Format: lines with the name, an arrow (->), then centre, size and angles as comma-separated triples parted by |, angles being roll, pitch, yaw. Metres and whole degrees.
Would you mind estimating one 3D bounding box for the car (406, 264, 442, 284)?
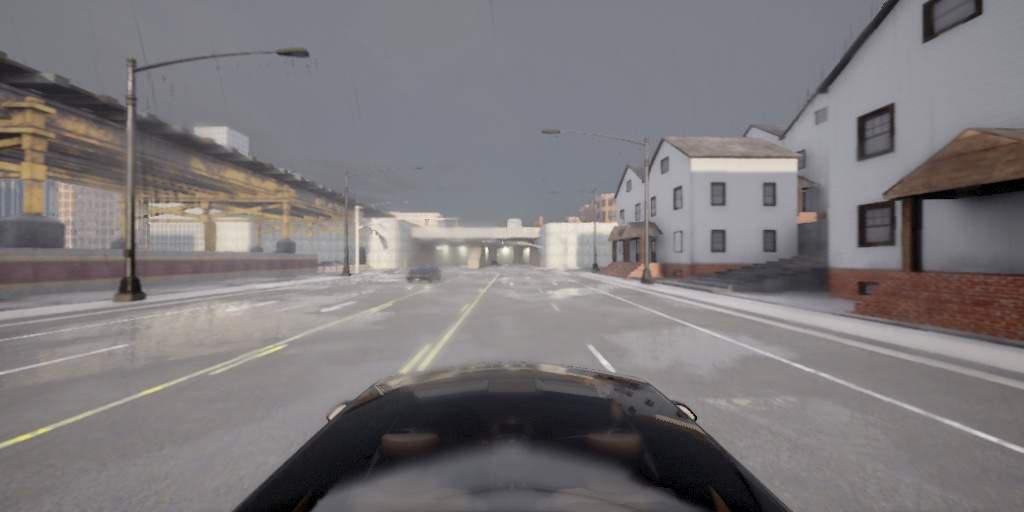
car -> -7.004, 1.376, 29.183 | 2.033, 1.411, 5.357 | 0, 0, 0
